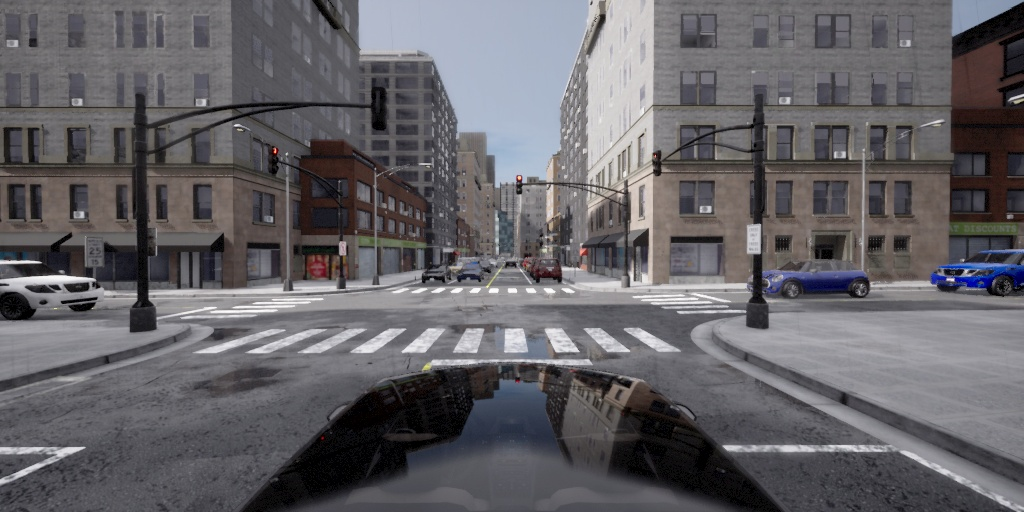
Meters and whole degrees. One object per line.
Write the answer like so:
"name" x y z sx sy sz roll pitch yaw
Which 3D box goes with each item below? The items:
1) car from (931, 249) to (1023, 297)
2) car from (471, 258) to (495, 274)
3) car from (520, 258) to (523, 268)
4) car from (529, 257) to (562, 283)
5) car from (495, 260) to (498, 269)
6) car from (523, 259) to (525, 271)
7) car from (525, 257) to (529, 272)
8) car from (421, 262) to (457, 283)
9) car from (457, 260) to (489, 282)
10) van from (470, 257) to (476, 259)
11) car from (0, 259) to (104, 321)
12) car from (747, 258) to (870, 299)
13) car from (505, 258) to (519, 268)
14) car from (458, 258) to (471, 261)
"car" 22.971 0.711 16.535 5.566 2.045 2.150 -1 1 0
"car" -3.287 1.266 41.274 1.837 1.490 4.892 0 0 0
"car" 2.628 1.077 50.484 2.192 1.841 5.009 0 0 0
"car" 2.734 1.073 28.141 2.192 1.841 5.009 0 0 0
"car" -3.321 1.287 58.068 1.812 1.442 4.674 0 0 0
"car" 2.654 1.288 45.069 1.751 1.417 4.829 0 0 0
"car" 2.708 1.075 33.727 2.192 1.841 5.009 0 0 0
"car" -5.792 1.325 28.099 1.948 1.339 4.313 0 0 0
"car" -3.227 1.307 28.992 2.033 1.411 5.357 0 0 0
"van" -5.875 1.103 44.856 1.690 1.789 3.998 0 0 0
"car" -18.455 1.148 12.958 5.566 2.045 2.150 -1 1 -2
"car" 13.396 0.941 16.424 4.553 1.767 2.097 -1 1 -2
"car" -0.193 1.239 61.310 1.882 1.535 5.008 0 0 0
"car" -5.847 1.287 39.101 1.751 1.417 4.829 0 0 0
